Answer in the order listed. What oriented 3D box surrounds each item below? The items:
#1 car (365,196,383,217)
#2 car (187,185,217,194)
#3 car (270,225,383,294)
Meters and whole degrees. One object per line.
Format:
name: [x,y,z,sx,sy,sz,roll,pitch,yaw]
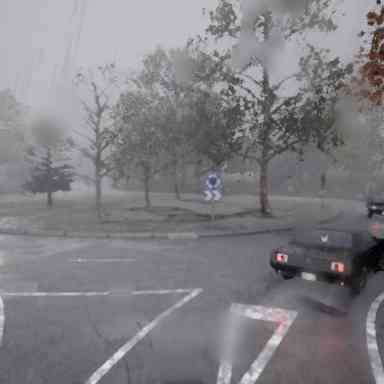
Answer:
car: [12.938,0.918,22.629,1.895,1.301,4.718,2,3,26]
car: [1.549,-0.376,50.688,4.674,1.442,1.812,1,2,16]
car: [3.946,1.559,8.976,1.895,1.301,4.718,2,1,39]
